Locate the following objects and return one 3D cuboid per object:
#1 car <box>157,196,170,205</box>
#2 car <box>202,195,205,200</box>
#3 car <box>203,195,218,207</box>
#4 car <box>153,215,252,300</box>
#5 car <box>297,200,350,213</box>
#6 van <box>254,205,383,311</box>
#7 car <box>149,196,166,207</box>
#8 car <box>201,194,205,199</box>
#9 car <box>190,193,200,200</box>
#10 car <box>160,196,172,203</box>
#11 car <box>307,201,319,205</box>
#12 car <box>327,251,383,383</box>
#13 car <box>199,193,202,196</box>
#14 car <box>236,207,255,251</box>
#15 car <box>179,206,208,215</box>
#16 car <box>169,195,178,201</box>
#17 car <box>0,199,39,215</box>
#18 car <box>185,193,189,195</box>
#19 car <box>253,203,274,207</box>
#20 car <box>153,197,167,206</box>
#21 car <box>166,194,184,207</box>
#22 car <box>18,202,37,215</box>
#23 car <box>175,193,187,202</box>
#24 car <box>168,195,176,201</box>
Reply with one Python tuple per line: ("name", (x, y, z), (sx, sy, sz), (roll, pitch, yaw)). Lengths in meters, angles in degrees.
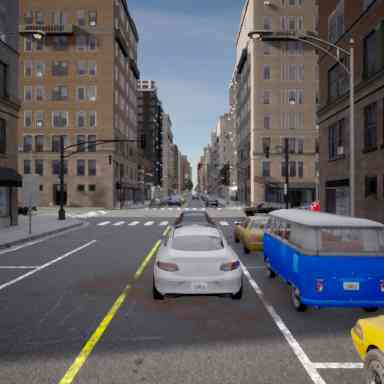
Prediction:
("car", (-5.318, 1.555, 61.954), (2.008, 1.369, 4.403), (1, 0, 1))
("car", (3.130, 1.549, 56.312), (1.887, 1.381, 4.507), (1, 0, 1))
("car", (3.052, 1.570, 50.782), (1.947, 1.339, 4.313), (1, 0, 1))
("car", (0.086, 1.527, 8.293), (1.812, 1.442, 4.674), (0, 0, -1))
("car", (15.247, 1.712, 38.787), (5.357, 1.411, 2.033), (0, -1, 0))
("van", (2.686, 1.342, 7.445), (1.690, 1.788, 3.998), (1, 0, 0))
("car", (-5.473, 1.587, 50.897), (1.802, 1.307, 4.206), (1, 0, 1))
("car", (3.207, 1.554, 61.842), (2.008, 1.369, 4.403), (1, 0, 1))
("car", (0.951, 1.522, 91.829), (1.812, 1.442, 4.674), (0, 0, 1))
("car", (-5.240, 1.548, 67.483), (1.887, 1.381, 4.507), (1, 0, 1))
("car", (15.599, 1.356, 35.539), (5.566, 2.045, 2.150), (0, -1, 0))
("car", (2.678, 1.526, 1.941), (1.752, 1.417, 4.829), (1, 0, 0))
("car", (3.594, 1.549, 89.493), (2.008, 1.369, 4.403), (1, 0, 1))
("car", (2.692, 1.527, 13.288), (1.752, 1.417, 4.829), (1, 0, 0))
("car", (0.110, 1.566, 15.629), (1.994, 1.385, 4.181), (0, 0, 0))
("car", (-4.931, 1.565, 89.598), (1.947, 1.339, 4.313), (1, 0, 1))
("car", (-18.055, 1.411, 32.354), (5.357, 1.411, 2.033), (0, -1, 0))
("car", (-2.326, 1.358, 72.011), (2.097, 1.767, 4.553), (0, 0, 1))
("car", (6.829, 1.611, 28.897), (4.718, 1.301, 1.895), (0, -1, 0))
("car", (-5.395, 1.571, 56.426), (1.947, 1.339, 4.313), (1, 0, 1))
("car", (-2.693, 1.483, 52.224), (1.882, 1.535, 5.008), (0, 0, 1))
("car", (-16.514, 1.443, 29.087), (4.718, 1.301, 1.895), (0, -1, 1))
("car", (-2.533, 1.482, 61.884), (1.882, 1.535, 5.008), (0, 0, 1))
("car", (-5.010, 1.526, 83.900), (1.752, 1.417, 4.829), (1, 0, 1))
